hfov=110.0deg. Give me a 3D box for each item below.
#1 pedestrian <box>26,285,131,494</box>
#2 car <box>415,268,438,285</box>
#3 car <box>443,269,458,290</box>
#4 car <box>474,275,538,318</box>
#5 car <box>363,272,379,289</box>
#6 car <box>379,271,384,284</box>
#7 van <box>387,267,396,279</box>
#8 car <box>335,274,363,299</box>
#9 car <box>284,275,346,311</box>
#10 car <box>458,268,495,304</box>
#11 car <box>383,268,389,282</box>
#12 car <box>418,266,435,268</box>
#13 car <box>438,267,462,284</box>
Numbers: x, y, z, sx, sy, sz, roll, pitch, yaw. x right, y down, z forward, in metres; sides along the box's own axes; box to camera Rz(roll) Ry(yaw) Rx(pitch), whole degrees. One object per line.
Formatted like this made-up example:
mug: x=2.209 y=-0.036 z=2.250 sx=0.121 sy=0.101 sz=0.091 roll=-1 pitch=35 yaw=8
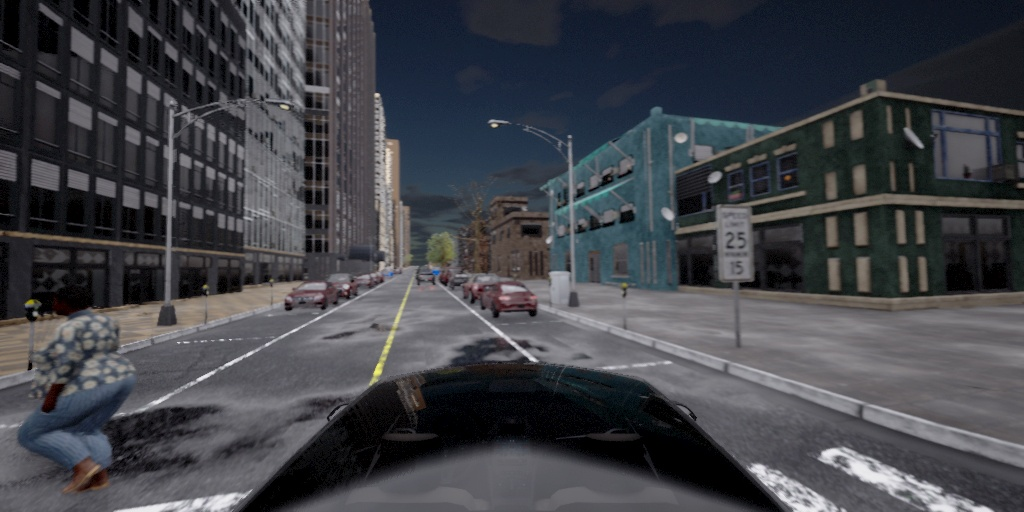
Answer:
pedestrian: x=-3.735 y=1.111 z=3.120 sx=0.375 sy=1.860 sz=0.375 roll=0 pitch=-2 yaw=-15
car: x=-9.436 y=2.350 z=39.319 sx=2.128 sy=1.511 sz=4.902 roll=0 pitch=-2 yaw=-15
car: x=-4.444 y=2.114 z=30.559 sx=2.007 sy=1.370 sz=4.403 roll=0 pitch=0 yaw=-15
car: x=-0.205 y=1.657 z=14.474 sx=1.802 sy=1.307 sz=4.207 roll=0 pitch=0 yaw=-15
car: x=-13.960 y=2.359 z=33.782 sx=1.802 sy=1.307 sz=4.207 roll=0 pitch=0 yaw=-15
car: x=-15.373 y=2.519 z=39.146 sx=1.802 sy=1.307 sz=4.207 roll=0 pitch=0 yaw=-15
van: x=-21.025 y=2.903 z=60.591 sx=1.690 sy=1.789 sz=3.998 roll=0 pitch=0 yaw=-15
car: x=-11.134 y=1.895 z=23.061 sx=1.967 sy=1.591 sz=4.097 roll=0 pitch=0 yaw=-15
car: x=-9.722 y=1.874 z=17.700 sx=1.802 sy=1.307 sz=4.207 roll=0 pitch=0 yaw=-15
car: x=-1.619 y=1.679 z=19.838 sx=1.967 sy=1.591 sz=4.097 roll=0 pitch=0 yaw=-15
car: x=-16.786 y=2.640 z=44.507 sx=1.888 sy=1.381 sz=4.507 roll=0 pitch=0 yaw=-15
car: x=-13.044 y=2.485 z=53.003 sx=2.150 sy=2.045 sz=5.566 roll=0 pitch=-1 yaw=-15
car: x=-5.856 y=2.039 z=35.920 sx=2.192 sy=1.841 sz=5.009 roll=0 pitch=0 yaw=-15
